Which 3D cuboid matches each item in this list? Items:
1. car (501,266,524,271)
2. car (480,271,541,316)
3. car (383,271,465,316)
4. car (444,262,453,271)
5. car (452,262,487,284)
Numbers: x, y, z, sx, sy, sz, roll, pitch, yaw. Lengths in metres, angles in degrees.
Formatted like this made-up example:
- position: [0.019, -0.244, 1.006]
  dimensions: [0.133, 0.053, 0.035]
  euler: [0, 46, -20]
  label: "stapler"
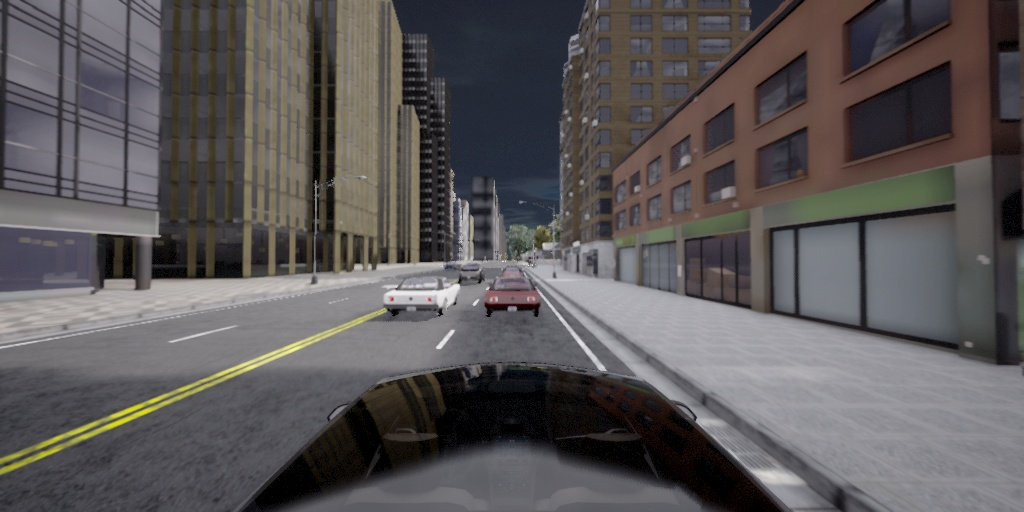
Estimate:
- position: [0.043, 1.506, 29.674]
  dimensions: [1.994, 1.385, 4.181]
  euler: [0, 0, 0]
  label: "car"
- position: [0.039, 1.435, 13.760]
  dimensions: [1.895, 1.301, 4.718]
  euler: [0, 0, 1]
  label: "car"
- position: [-3.211, 1.435, 13.768]
  dimensions: [1.895, 1.301, 4.718]
  euler: [0, 0, 1]
  label: "car"
- position: [-9.798, 1.668, 58.806]
  dimensions: [2.033, 1.411, 5.357]
  euler: [0, 0, 1]
  label: "car"
- position: [-3.204, 1.431, 29.380]
  dimensions: [2.128, 1.511, 4.902]
  euler: [0, 0, 1]
  label: "car"
